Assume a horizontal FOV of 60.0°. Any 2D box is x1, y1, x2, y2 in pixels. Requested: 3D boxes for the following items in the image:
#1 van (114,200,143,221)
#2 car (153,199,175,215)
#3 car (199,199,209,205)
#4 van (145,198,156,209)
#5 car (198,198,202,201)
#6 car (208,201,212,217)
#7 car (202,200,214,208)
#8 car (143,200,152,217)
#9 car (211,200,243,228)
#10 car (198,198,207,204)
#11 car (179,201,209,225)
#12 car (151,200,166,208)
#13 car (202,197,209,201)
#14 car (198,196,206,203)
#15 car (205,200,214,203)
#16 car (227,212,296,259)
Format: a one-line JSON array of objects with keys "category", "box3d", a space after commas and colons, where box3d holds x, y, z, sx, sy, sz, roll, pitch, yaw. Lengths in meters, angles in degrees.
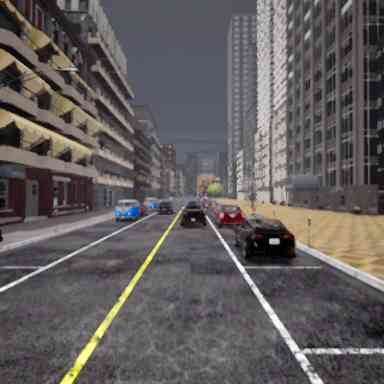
[{"category": "van", "box3d": [-5.689, 1.586, 29.519, 1.690, 1.788, 3.998, 0, 0, 0]}, {"category": "car", "box3d": [-3.050, 1.831, 38.859, 1.837, 1.490, 4.892, 0, -1, 0]}, {"category": "car", "box3d": [2.687, 2.192, 73.698, 2.008, 1.369, 4.403, 0, -1, 0]}, {"category": "van", "box3d": [-5.691, 1.728, 46.087, 1.690, 1.788, 3.998, 0, 0, 0]}, {"category": "car", "box3d": [0.096, 1.903, 44.998, 1.812, 1.442, 4.674, 0, 0, 0]}, {"category": "car", "box3d": [2.691, 1.796, 29.517, 2.008, 1.369, 4.403, 0, 0, 0]}, {"category": "car", "box3d": [2.689, 2.052, 57.130, 1.947, 1.339, 4.313, 0, -1, 0]}, {"category": "car", "box3d": [-5.690, 1.836, 35.040, 1.887, 1.381, 4.507, 0, 0, 0]}, {"category": "car", "box3d": [2.692, 1.638, 23.995, 1.967, 1.590, 4.097, 0, 0, 0]}, {"category": "car", "box3d": [2.686, 2.298, 84.743, 2.008, 1.369, 4.403, 0, -1, 0]}, {"category": "car", "box3d": [0.097, 1.718, 25.817, 1.837, 1.490, 4.892, 0, -1, 0]}, {"category": "car", "box3d": [-5.692, 2.037, 57.130, 2.008, 1.369, 4.403, 0, -1, 0]}, {"category": "car", "box3d": [2.690, 1.827, 46.085, 1.967, 1.590, 4.097, 0, -1, 0]}, {"category": "car", "box3d": [2.686, 2.116, 90.269, 2.192, 1.841, 5.009, 0, -1, 0]}, {"category": "car", "box3d": [2.691, 1.843, 35.041, 2.008, 1.369, 4.403, 0, 0, 0]}, {"category": "car", "box3d": [2.693, 1.671, 12.949, 1.947, 1.339, 4.313, 0, 0, 0]}]
